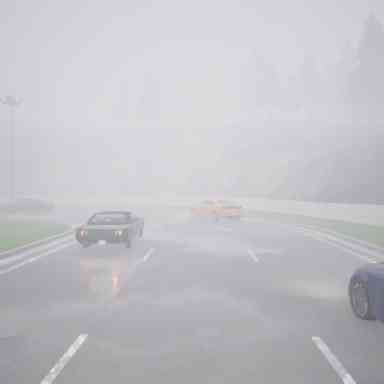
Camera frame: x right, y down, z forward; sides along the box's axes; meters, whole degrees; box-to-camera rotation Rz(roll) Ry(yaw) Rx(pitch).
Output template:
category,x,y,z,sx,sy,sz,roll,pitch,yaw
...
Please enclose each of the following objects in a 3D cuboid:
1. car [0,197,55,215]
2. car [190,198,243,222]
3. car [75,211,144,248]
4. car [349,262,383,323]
category,x,y,z,sx,sy,sz,roll,pitch,yaw
car,-14.099,1.189,28.143,4.674,1.442,1.812,0,0,-3
car,1.580,1.192,23.532,1.882,1.535,5.008,0,0,-27
car,-3.165,1.433,13.855,1.895,1.301,4.718,0,1,0
car,3.710,1.473,4.097,1.812,1.442,4.674,0,1,1
